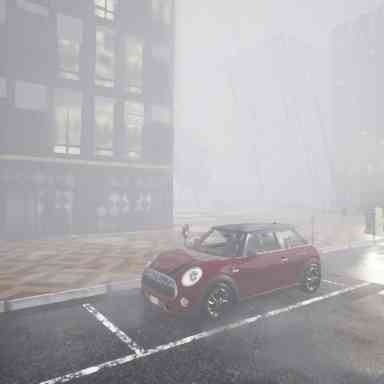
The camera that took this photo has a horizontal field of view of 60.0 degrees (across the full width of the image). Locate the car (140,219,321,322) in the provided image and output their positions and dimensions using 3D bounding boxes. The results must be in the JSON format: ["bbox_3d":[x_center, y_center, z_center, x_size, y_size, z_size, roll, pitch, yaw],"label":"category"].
[{"bbox_3d":[0.932,1.442,7.218,4.097,1.590,1.967,0,1,-36],"label":"car"}]

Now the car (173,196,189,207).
[{"bbox_3d":[-2.246,1.733,55.889,1.887,1.381,4.507,1,-1,-35],"label":"car"}]

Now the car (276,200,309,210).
[{"bbox_3d":[14.434,1.807,46.856,1.802,1.307,4.206,1,-1,-35],"label":"car"}]

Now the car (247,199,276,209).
[{"bbox_3d":[11.154,1.800,51.482,1.887,1.381,4.507,1,-1,-35],"label":"car"}]

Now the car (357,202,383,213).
[{"bbox_3d":[20.995,1.730,37.606,1.947,1.339,4.313,1,-1,-35],"label":"car"}]

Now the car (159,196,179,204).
[{"bbox_3d":[-5.249,1.725,74.611,2.192,1.841,5.009,1,-1,-35],"label":"car"}]

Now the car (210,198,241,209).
[{"bbox_3d":[4.315,1.678,46.638,2.008,1.369,4.403,1,-1,-35],"label":"car"}]

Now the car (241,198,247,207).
[{"bbox_3d":[7.873,1.726,56.108,1.967,1.590,4.097,1,-1,-35],"label":"car"}]
